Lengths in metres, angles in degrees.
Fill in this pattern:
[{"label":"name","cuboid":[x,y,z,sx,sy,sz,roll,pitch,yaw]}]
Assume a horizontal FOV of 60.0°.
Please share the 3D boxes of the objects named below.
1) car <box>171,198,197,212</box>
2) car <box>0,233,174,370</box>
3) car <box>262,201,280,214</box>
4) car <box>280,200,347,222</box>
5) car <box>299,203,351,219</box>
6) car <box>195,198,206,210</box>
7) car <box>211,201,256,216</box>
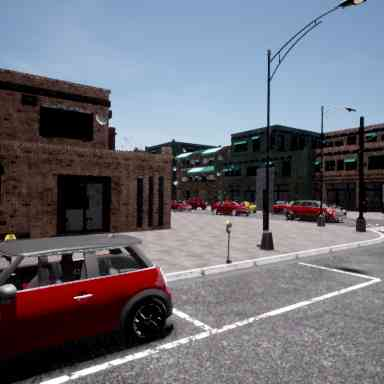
[{"label":"car","cuboid":[-1.796,1.848,43.807,1.812,1.442,4.674,1,-1,-35]},{"label":"car","cuboid":[-2.383,1.440,4.844,4.097,1.590,1.967,0,1,-36]},{"label":"car","cuboid":[9.803,1.739,37.239,1.967,1.590,4.097,0,-1,-35]},{"label":"car","cuboid":[9.901,1.479,27.005,2.097,1.767,4.553,1,-1,-35]},{"label":"car","cuboid":[12.967,1.811,32.681,1.947,1.339,4.313,0,-1,-35]},{"label":"car","cuboid":[0.307,1.772,50.911,2.192,1.841,5.009,0,-1,-35]},{"label":"car","cuboid":[4.073,1.701,35.347,1.882,1.535,5.008,1,-1,-35]}]
